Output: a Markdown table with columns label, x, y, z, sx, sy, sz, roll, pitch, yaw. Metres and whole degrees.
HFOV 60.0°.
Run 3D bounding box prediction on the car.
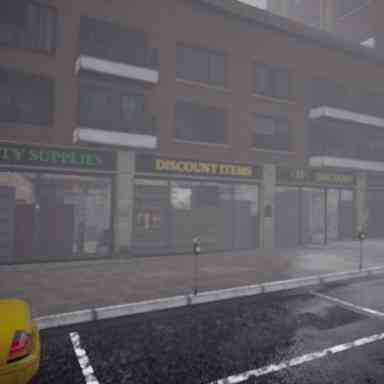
| label | x | y | z | sx | sy | sz | roll | pitch | yaw |
| --- | --- | --- | --- | --- | --- | --- | --- | --- | --- |
| car | -4.104 | 1.636 | 3.173 | 4.829 | 1.417 | 1.752 | 0 | 0 | -27 |
